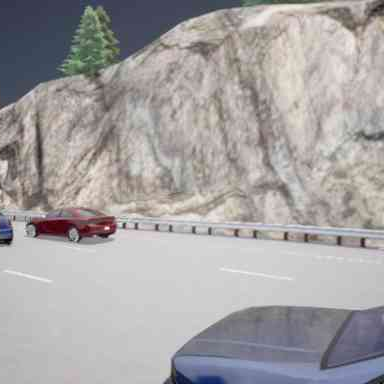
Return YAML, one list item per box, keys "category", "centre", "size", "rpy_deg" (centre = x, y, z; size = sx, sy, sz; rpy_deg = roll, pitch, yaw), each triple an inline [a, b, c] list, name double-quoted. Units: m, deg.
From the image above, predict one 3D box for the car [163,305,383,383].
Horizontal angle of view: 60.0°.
- category: "car"
  centre: [2.329, 1.540, 2.269]
  size: [5.357, 1.411, 2.033]
  rpy_deg: [0, 0, 35]

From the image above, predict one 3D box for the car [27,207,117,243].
- category: "car"
  centre: [-5.861, 1.451, 15.963]
  size: [5.008, 1.535, 1.882]
  rpy_deg: [0, 0, 31]

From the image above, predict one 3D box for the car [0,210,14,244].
- category: "car"
  centre: [-9.754, 1.333, 14.185]
  size: [4.553, 1.767, 2.097]
  rpy_deg: [0, 0, 31]
